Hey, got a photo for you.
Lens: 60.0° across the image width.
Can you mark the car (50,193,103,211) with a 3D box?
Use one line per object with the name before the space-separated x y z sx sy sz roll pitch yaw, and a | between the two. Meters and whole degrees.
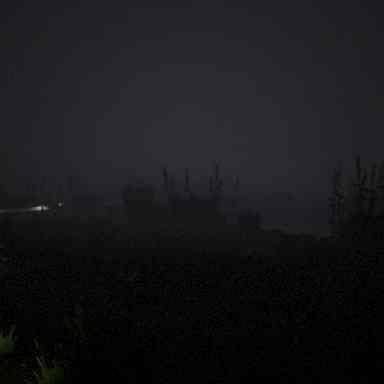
car | -10.576 0.962 30.404 2.097 1.767 4.553 0 2 40
